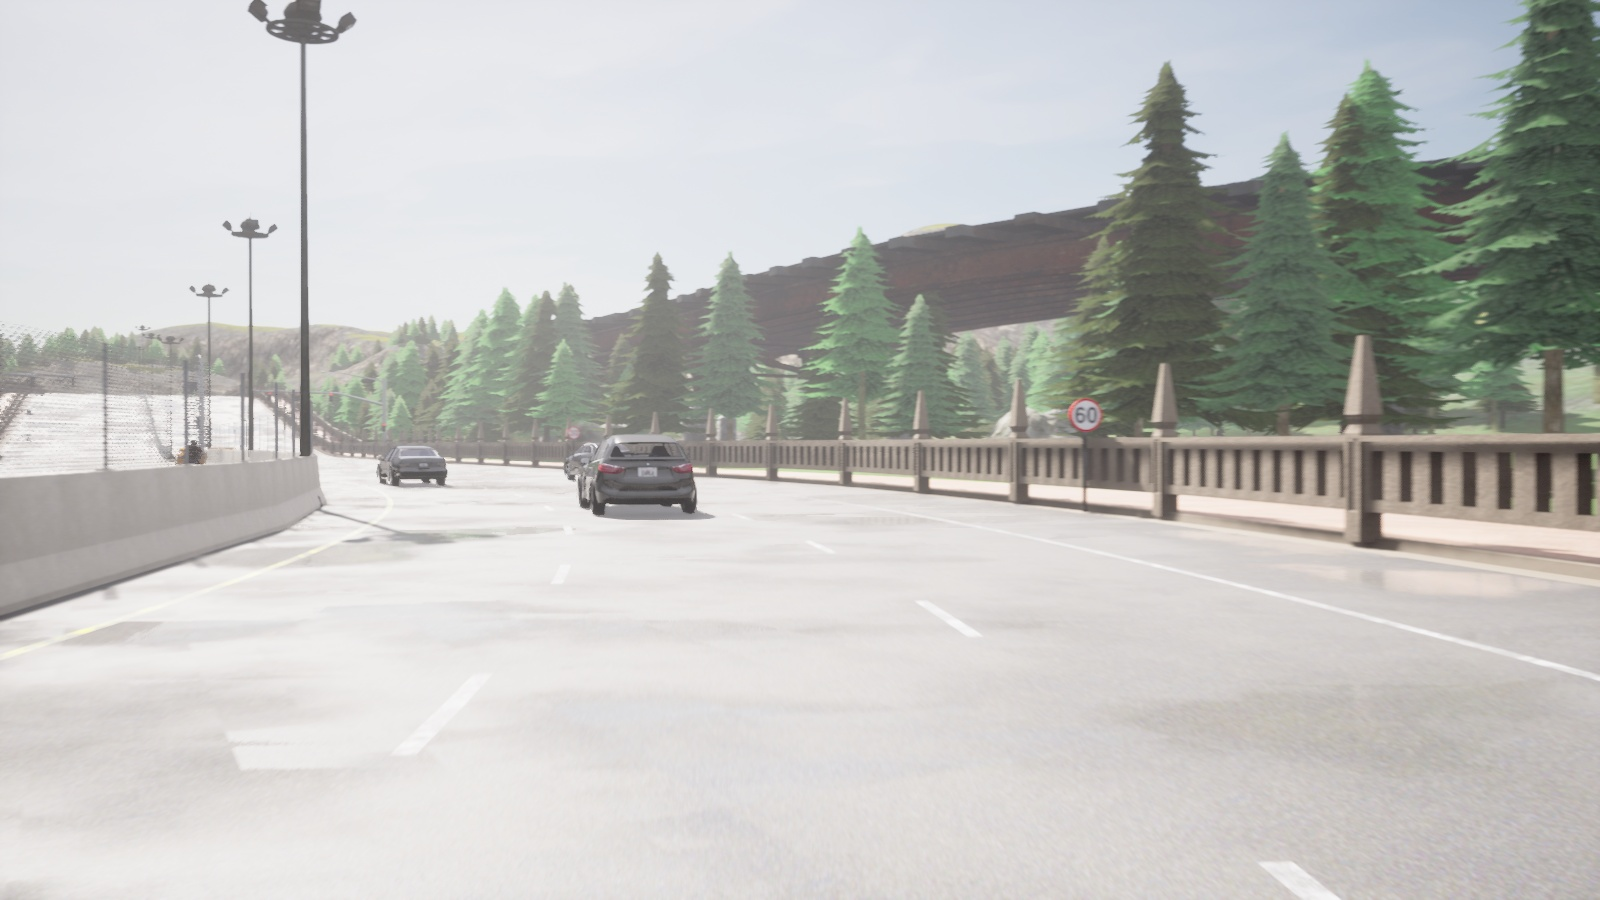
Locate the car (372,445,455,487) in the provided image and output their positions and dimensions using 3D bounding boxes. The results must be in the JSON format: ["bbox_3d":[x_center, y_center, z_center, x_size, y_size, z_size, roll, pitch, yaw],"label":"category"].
[{"bbox_3d":[-13.975,0.531,45.243,2.033,1.411,5.357,0,0,-26],"label":"car"}]

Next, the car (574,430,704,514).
[{"bbox_3d":[-3.628,0.421,27.566,2.242,1.667,4.611,0,0,-15],"label":"car"}]

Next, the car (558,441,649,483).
[{"bbox_3d":[-7.589,0.408,48.060,2.128,1.511,4.902,0,0,-26],"label":"car"}]
